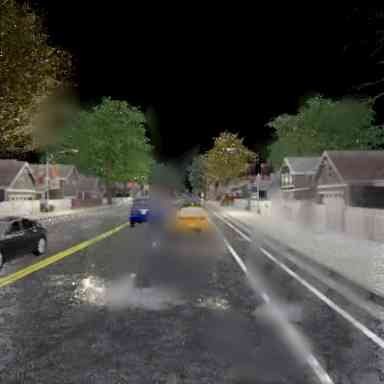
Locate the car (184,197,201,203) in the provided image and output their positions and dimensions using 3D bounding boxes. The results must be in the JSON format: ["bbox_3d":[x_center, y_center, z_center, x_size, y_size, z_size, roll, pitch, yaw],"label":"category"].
[{"bbox_3d":[0.064,1.618,44.356,2.150,2.045,5.566,0,0,0],"label":"car"}]

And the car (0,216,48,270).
[{"bbox_3d":[-6.506,1.610,11.058,1.837,1.490,4.892,0,-1,0],"label":"car"}]

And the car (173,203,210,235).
[{"bbox_3d":[0.062,1.660,20.297,1.882,1.535,5.008,0,0,0],"label":"car"}]

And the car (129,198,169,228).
[{"bbox_3d":[-3.167,1.446,24.498,2.150,2.045,5.566,0,0,0],"label":"car"}]

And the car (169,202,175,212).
[{"bbox_3d":[-3.184,1.959,44.057,1.994,1.385,4.181,0,0,0],"label":"car"}]
